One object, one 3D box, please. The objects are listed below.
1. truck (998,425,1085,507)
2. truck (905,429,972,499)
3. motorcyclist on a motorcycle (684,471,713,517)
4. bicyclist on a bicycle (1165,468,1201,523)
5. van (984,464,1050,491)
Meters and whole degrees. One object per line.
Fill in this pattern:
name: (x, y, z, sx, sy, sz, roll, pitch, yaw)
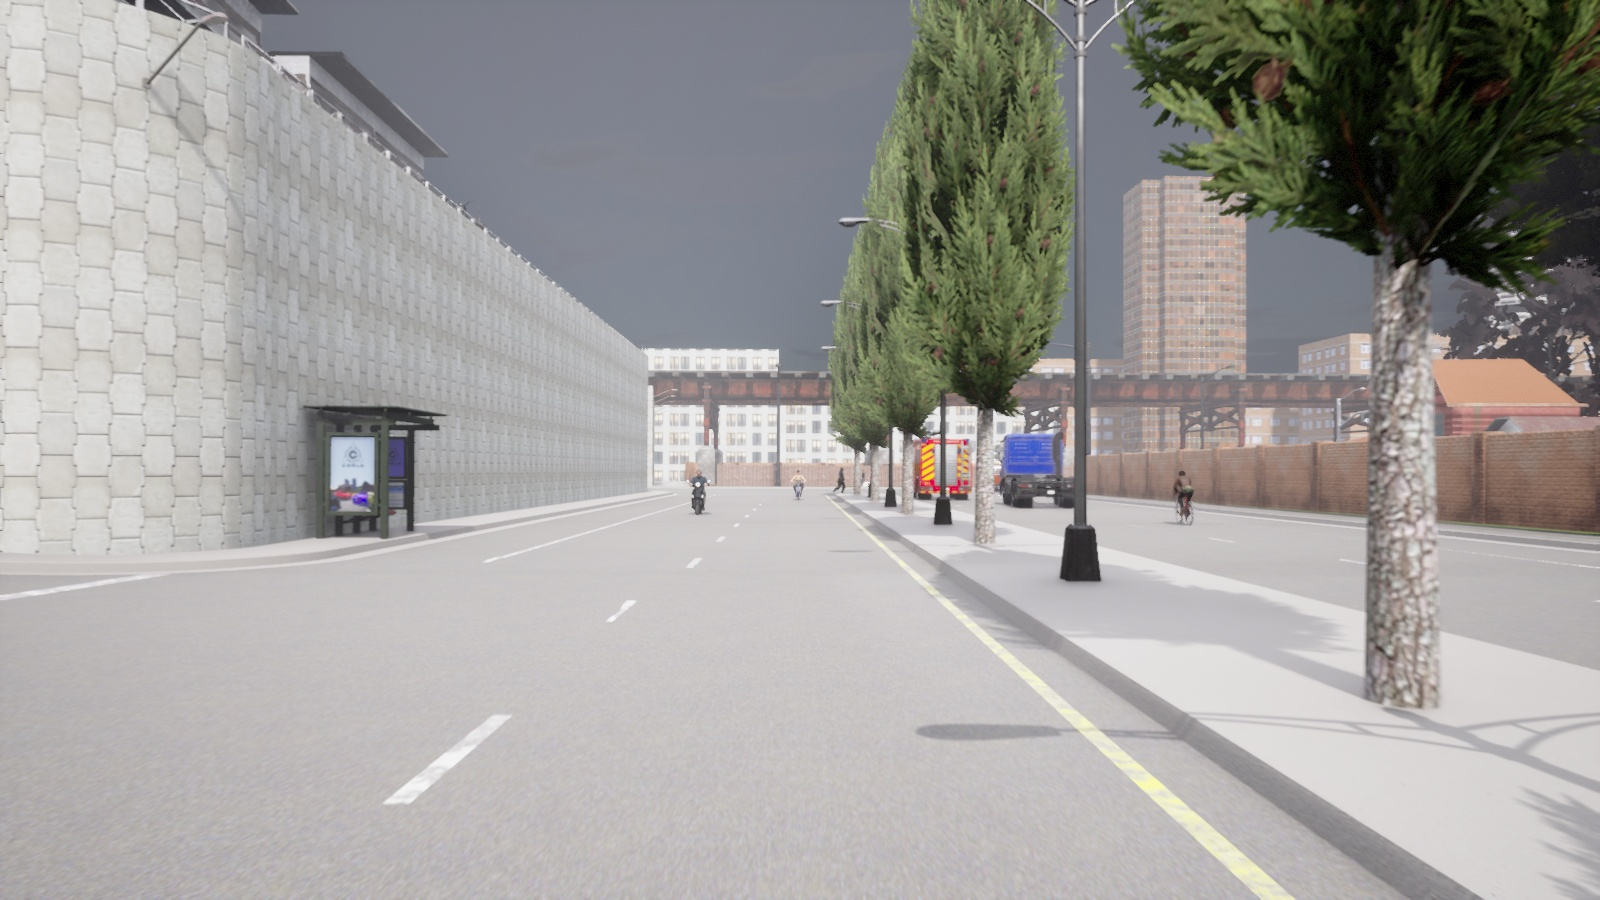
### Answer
truck: (10.918, 0.751, 57.506, 2.891, 3.462, 7.936, 0, -1, 3)
truck: (7.907, 0.832, 72.549, 2.891, 3.827, 8.468, 0, -1, 0)
motorcyclist on a motorcycle: (-3.553, 1.524, 44.257, 0.866, 1.590, 1.817, 0, -1, 0)
bicyclist on a bicycle: (11.455, 1.350, 37.598, 0.582, 1.620, 1.656, 0, -1, 0)
van: (16.337, 2.058, 94.754, 4.480, 2.038, 2.069, 0, -1, -5)
